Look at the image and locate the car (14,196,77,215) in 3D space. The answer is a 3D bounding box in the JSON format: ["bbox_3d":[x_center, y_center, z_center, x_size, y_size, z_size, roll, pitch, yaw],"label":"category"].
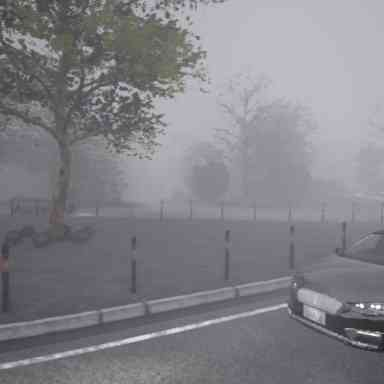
[{"bbox_3d":[-10.784,1.007,24.624,4.181,1.385,1.994,0,1,1],"label":"car"}]

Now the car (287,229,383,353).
[{"bbox_3d":[3.839,1.419,5.749,4.902,1.511,2.128,0,1,-28],"label":"car"}]

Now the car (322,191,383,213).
[{"bbox_3d":[15.730,0.902,33.206,2.435,2.045,5.566,1,0,-29],"label":"car"}]
